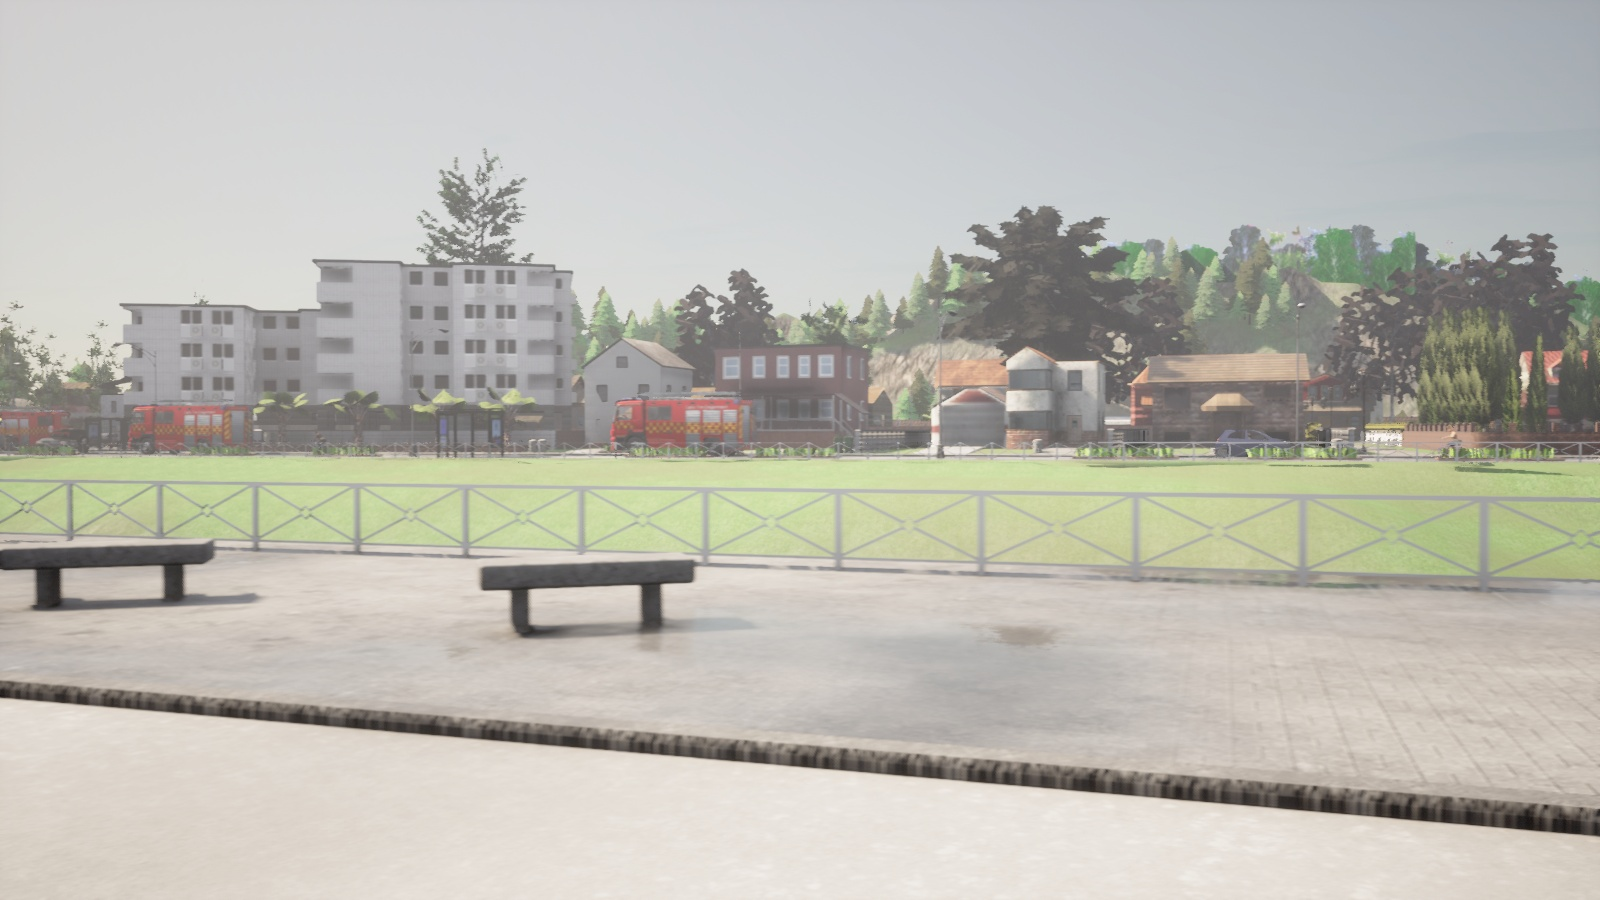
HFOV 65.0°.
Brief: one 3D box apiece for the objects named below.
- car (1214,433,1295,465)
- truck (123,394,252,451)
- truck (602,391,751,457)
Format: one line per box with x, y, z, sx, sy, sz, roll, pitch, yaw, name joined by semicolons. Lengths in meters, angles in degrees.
22.172;-0.058;61.345;3.633;1.501;1.845;1;1;19;car
-42.630;-1.897;87.364;8.468;3.827;2.891;1;1;19;truck
-7.398;-1.575;75.503;8.468;3.827;2.891;1;1;19;truck
